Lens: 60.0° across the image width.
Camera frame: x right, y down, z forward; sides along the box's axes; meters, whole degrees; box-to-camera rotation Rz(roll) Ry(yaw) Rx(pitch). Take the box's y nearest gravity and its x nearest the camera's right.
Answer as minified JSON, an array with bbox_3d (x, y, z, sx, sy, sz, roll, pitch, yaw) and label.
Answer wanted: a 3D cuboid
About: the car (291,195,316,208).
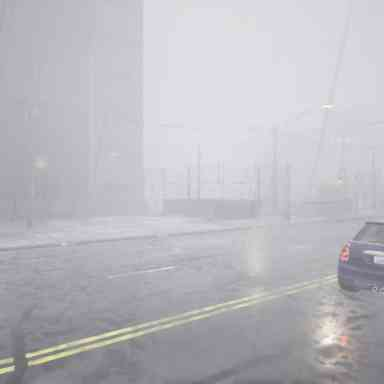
[{"bbox_3d":[15.334,1.254,46.213,4.553,1.767,2.185,0,0,-36],"label":"car"}]

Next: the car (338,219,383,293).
[{"bbox_3d":[5.425,1.352,7.678,4.553,1.767,2.097,0,0,-35],"label":"car"}]

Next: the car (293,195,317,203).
[{"bbox_3d":[22.214,1.420,65.285,4.674,1.452,2.002,0,0,-36],"label":"car"}]

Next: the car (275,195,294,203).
[{"bbox_3d":[19.301,1.452,69.281,3.806,1.475,1.970,0,0,-36],"label":"car"}]

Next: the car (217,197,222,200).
[{"bbox_3d":[4.575,1.574,60.769,4.718,1.301,1.895,0,0,-36],"label":"car"}]
